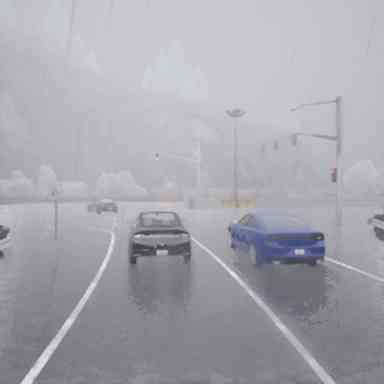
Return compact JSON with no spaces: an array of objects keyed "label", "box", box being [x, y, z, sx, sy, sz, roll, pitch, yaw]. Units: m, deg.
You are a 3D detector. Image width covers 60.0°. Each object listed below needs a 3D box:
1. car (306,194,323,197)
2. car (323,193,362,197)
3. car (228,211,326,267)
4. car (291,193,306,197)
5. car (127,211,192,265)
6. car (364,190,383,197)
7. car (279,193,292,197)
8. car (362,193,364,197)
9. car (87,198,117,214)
[{"label":"car","box":[21.754,0.991,54.172,4.902,1.511,2.128,0,1,-13]},{"label":"car","box":[22.990,1.052,50.876,4.674,1.442,1.812,0,1,-13]},{"label":"car","box":[2.524,1.377,11.094,1.882,1.535,5.008,0,1,-6]},{"label":"car","box":[20.161,1.001,57.376,4.674,1.442,1.812,0,1,-13]},{"label":"car","box":[-1.176,1.395,11.348,2.128,1.511,4.902,0,0,-9]},{"label":"car","box":[35.049,0.646,60.961,5.566,2.045,2.150,0,1,-16]},{"label":"car","box":[18.232,0.929,60.505,5.008,1.535,1.882,0,0,-13]},{"label":"car","box":[32.827,0.951,63.978,4.181,1.385,1.994,0,1,-13]},{"label":"car","box":[-8.472,1.275,31.313,1.812,1.442,4.674,0,0,-32]}]
